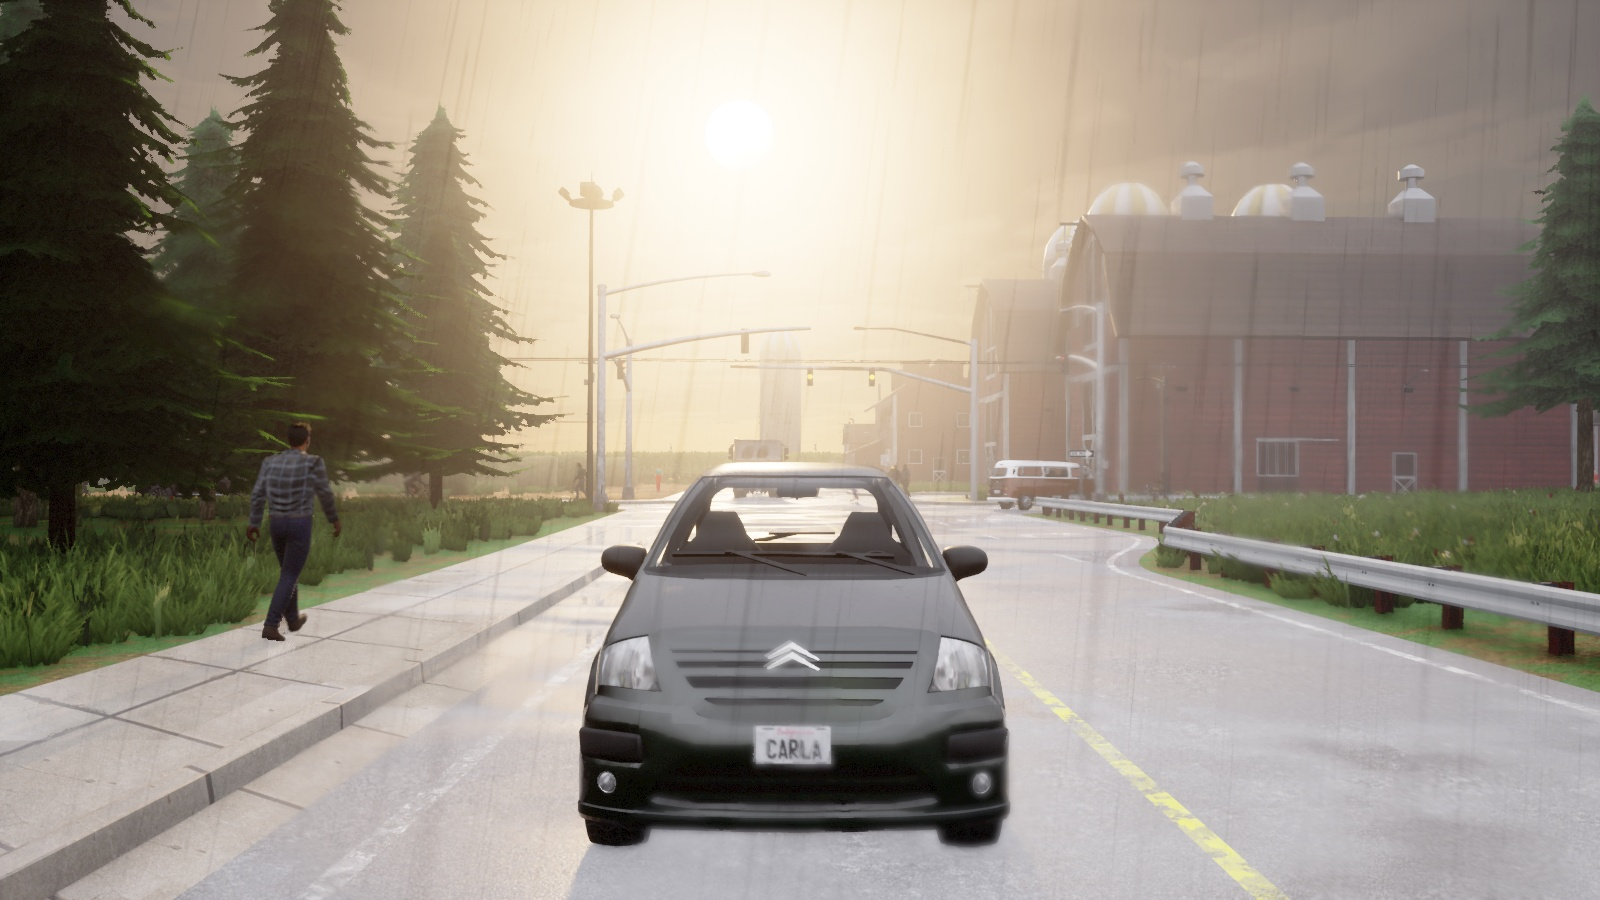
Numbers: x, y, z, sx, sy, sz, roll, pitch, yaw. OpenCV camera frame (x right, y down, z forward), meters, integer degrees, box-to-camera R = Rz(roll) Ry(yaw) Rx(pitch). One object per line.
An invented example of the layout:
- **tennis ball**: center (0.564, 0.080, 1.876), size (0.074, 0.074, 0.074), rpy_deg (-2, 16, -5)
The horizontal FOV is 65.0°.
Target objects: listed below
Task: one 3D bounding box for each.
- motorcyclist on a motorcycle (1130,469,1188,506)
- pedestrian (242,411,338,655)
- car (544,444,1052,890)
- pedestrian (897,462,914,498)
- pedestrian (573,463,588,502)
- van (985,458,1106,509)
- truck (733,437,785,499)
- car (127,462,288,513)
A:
- **motorcyclist on a motorcycle**: center (15.962, 1.663, 55.810), size (2.350, 1.649, 0.766), rpy_deg (0, -1, -1)
- **pedestrian**: center (-4.228, 0.669, 10.445), size (0.423, 1.949, 0.788), rpy_deg (0, -1, 5)
- **car**: center (-0.021, 0.823, 6.581), size (1.851, 1.617, 3.988), rpy_deg (0, -1, 0)
- **pedestrian**: center (5.359, 1.517, 63.755), size (0.694, 1.848, 0.540), rpy_deg (0, -1, -35)
- **pedestrian**: center (-10.318, 1.516, 58.960), size (0.614, 1.847, 0.353), rpy_deg (0, -1, 12)
- **van**: center (10.119, 1.388, 51.890), size (4.480, 2.038, 2.069), rpy_deg (1, -2, -21)
- **truck**: center (-2.453, 1.075, 73.816), size (2.891, 3.462, 7.936), rpy_deg (0, -1, -2)
- **car**: center (-24.170, 1.518, 51.378), size (5.566, 2.045, 2.150), rpy_deg (0, -1, -1)
